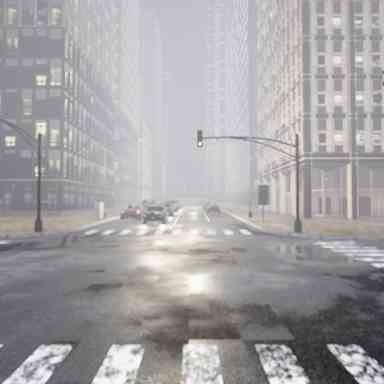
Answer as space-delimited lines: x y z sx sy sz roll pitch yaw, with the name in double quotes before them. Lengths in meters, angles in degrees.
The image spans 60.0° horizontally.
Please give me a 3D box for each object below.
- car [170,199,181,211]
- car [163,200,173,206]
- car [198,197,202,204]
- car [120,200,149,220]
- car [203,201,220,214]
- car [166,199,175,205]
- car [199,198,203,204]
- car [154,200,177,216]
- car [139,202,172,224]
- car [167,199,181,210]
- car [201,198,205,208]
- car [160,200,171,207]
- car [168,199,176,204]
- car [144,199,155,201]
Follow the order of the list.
"car" -3.036 1.938 47.052 2.097 1.767 4.553 0 -1 0
"car" -5.580 2.505 76.633 2.008 1.369 4.403 1 -1 0
"car" 2.821 2.709 93.428 1.887 1.381 4.507 1 -1 0
"car" -5.634 1.839 32.037 1.967 1.590 4.097 1 -1 0
"car" 2.757 2.120 43.236 1.802 1.307 4.206 1 -1 0
"car" -5.566 2.644 87.783 2.008 1.369 4.403 1 -1 0
"car" 2.779 2.312 59.967 1.947 1.339 4.313 1 -1 0
"car" -3.052 1.978 37.997 1.837 1.490 4.892 0 -1 0
"car" -3.064 1.861 28.581 1.837 1.490 4.892 0 -1 0
"car" -2.985 2.058 56.705 2.097 1.767 4.553 0 -1 0
"car" 2.773 2.205 54.561 1.752 1.417 4.829 1 -1 0
"car" -5.587 2.429 71.058 1.887 1.381 4.507 1 -1 0
"car" -5.560 2.729 93.357 1.947 1.339 4.313 1 -1 0
"car" -5.618 1.853 43.188 2.192 1.841 5.009 1 -1 0
